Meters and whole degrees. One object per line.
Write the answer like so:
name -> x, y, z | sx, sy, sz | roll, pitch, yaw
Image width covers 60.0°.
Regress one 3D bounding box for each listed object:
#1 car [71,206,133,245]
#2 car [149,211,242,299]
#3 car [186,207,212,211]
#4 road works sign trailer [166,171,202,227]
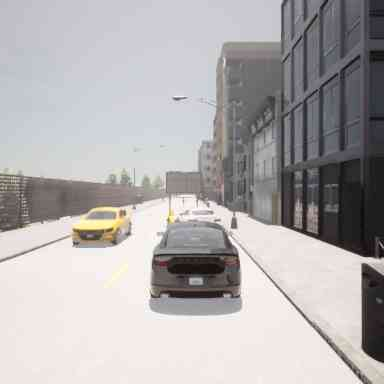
car -> -4.049, 1.477, 15.651 | 1.882, 1.535, 5.008 | 0, 0, 0
car -> 0.072, 1.478, 8.540 | 1.882, 1.535, 5.008 | 0, 0, 0
car -> 0.360, 1.540, 17.893 | 1.812, 1.442, 4.674 | 0, -1, -8
road works sign trailer -> -0.568, 0.464, 21.386 | 2.380, 3.560, 2.880 | 0, 0, -17
